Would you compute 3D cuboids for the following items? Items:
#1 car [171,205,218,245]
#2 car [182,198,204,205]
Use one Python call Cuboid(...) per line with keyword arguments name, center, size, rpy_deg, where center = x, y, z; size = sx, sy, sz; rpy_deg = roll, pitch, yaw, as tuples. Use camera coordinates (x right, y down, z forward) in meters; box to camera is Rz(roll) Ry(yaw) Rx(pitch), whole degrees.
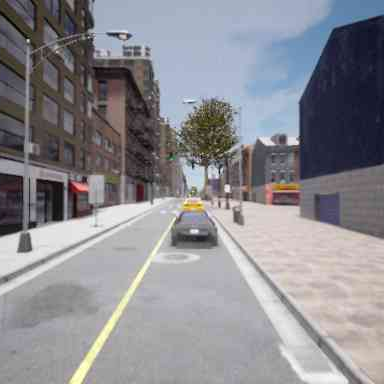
Cuboid(name="car", center=(0.097, 1.511, 15.119), size=(1.994, 1.385, 4.181), rpy_deg=(0, 0, 0))
Cuboid(name="car", center=(0.085, 1.336, 31.222), size=(1.882, 1.535, 5.008), rpy_deg=(0, 0, 0))
